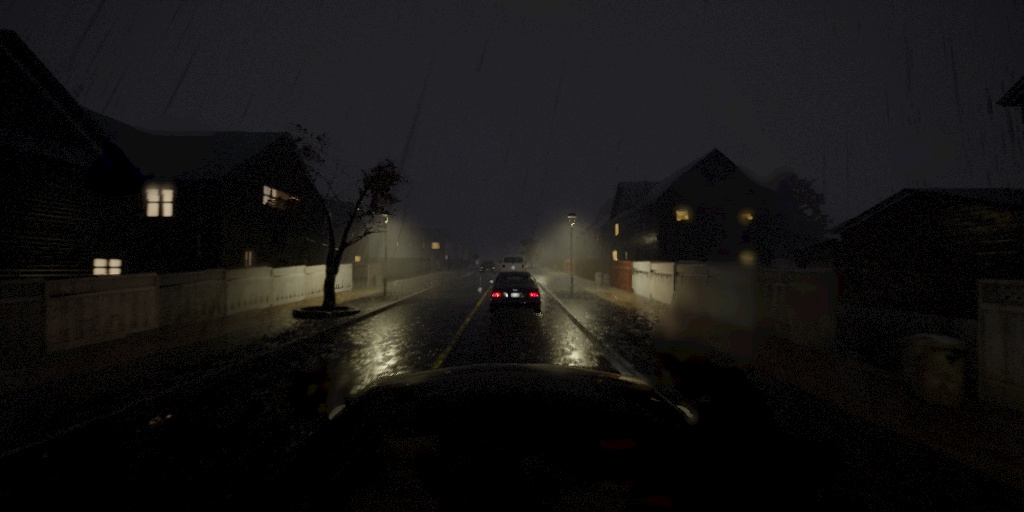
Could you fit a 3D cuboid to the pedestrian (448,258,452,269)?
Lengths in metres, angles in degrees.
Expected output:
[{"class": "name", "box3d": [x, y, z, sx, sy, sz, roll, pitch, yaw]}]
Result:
[{"class": "pedestrian", "box3d": [-9.911, 1.245, 57.047, 0.375, 1.860, 0.375, 0, -2, 5]}]

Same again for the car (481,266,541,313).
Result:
[{"class": "car", "box3d": [0.100, 1.293, 13.967, 2.033, 1.411, 5.357, 0, 0, 0]}]

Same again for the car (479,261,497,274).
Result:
[{"class": "car", "box3d": [-2.755, 1.289, 42.365, 1.837, 1.490, 4.892, 0, -1, 0]}]

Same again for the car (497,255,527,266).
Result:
[{"class": "car", "box3d": [0.099, 0.976, 30.758, 2.150, 2.045, 5.566, 0, 0, 0]}]
